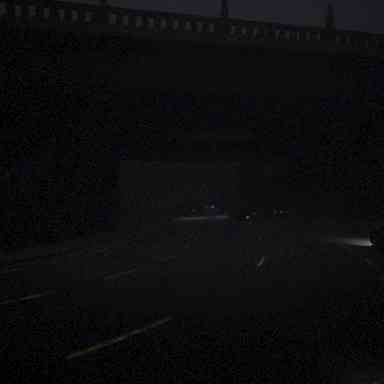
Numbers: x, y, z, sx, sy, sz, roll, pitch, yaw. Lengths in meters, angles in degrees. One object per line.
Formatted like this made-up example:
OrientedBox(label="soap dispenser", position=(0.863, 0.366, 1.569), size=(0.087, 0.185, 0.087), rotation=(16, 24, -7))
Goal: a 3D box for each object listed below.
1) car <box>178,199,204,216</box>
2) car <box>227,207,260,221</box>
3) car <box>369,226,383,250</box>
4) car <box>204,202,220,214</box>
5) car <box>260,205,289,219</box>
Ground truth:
OrientedBox(label="car", position=(-0.446, 1.980, 42.594), size=(2.150, 2.045, 5.566), rotation=(-1, -1, -12))
OrientedBox(label="car", position=(4.881, 2.134, 33.404), size=(1.895, 1.301, 4.718), rotation=(-1, -1, -9))
OrientedBox(label="car", position=(8.126, 1.656, 12.071), size=(2.033, 1.411, 5.357), rotation=(-1, -1, 13))
OrientedBox(label="car", position=(2.365, 2.156, 46.668), size=(2.097, 1.767, 4.553), rotation=(-1, -1, -11))
OrientedBox(label="car", position=(8.284, 2.060, 34.945), size=(2.033, 1.411, 5.357), rotation=(-1, -1, -10))
